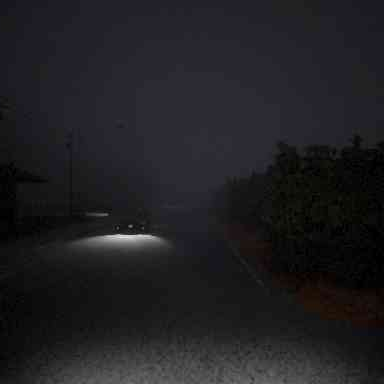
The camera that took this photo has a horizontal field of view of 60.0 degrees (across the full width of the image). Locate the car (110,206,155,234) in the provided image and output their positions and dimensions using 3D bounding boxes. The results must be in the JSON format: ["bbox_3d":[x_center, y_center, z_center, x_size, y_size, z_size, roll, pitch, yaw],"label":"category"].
[{"bbox_3d":[-3.509,1.790,21.010,1.994,1.385,4.181,0,-1,0],"label":"car"}]

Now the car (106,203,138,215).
[{"bbox_3d":[-7.602,1.946,37.671,4.181,1.385,1.994,0,-1,8],"label":"car"}]

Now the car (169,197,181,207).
[{"bbox_3d":[-3.472,1.962,69.074,2.150,2.045,5.566,0,-1,0],"label":"car"}]
